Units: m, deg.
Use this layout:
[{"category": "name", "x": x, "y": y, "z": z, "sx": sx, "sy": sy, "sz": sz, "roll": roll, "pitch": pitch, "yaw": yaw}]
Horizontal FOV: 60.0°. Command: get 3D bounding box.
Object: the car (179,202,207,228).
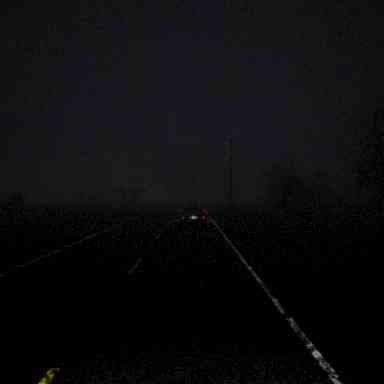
[{"category": "car", "x": 0.069, "y": 1.658, "z": 23.269, "sx": 2.033, "sy": 1.411, "sz": 5.357, "roll": 0, "pitch": 0, "yaw": 0}]
